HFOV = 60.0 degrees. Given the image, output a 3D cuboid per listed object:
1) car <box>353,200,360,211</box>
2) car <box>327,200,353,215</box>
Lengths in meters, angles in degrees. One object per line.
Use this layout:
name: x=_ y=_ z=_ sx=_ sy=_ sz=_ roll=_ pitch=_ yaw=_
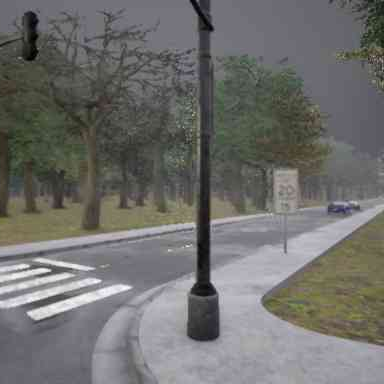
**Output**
car: x=22.715 y=1.914 z=47.460 sx=1.812 sy=1.442 sz=4.674 roll=0 pitch=0 yaw=33
car: x=16.981 y=1.781 z=38.440 sx=1.882 sy=1.535 sz=5.008 roll=0 pitch=0 yaw=33
